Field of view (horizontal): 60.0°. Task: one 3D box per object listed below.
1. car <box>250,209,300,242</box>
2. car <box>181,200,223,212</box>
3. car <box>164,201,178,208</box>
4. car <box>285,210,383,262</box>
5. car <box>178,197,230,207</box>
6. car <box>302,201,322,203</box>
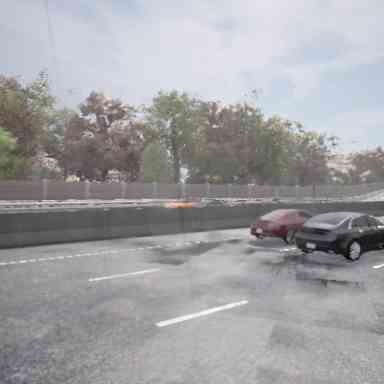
[{"bbox_3d":[4.799,1.524,15.765,4.674,1.442,1.812,0,0,-35],"label":"car"},{"bbox_3d":[1.208,1.607,39.223,4.718,1.301,1.895,0,0,-35],"label":"car"},{"bbox_3d":[-0.646,1.353,33.607,4.553,1.767,2.097,0,0,-35],"label":"car"},{"bbox_3d":[5.837,1.503,12.204,4.892,1.490,1.837,0,0,-35],"label":"car"},{"bbox_3d":[1.470,1.508,30.817,4.892,1.490,1.837,1,0,-35],"label":"car"},{"bbox_3d":[12.158,1.575,34.127,4.181,1.385,1.994,0,0,-35],"label":"car"}]
